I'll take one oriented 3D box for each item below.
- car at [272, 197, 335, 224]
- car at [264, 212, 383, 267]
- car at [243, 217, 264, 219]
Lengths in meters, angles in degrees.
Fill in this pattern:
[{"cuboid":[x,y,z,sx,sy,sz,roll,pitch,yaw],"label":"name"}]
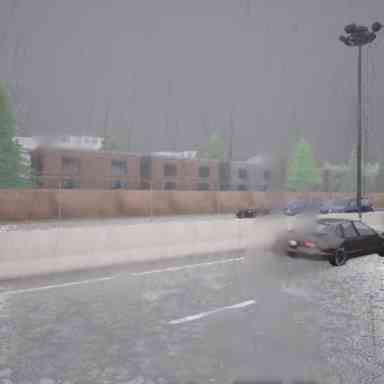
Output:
[{"cuboid":[9.465,1.415,27.939,5.566,2.045,2.150,1,0,-35],"label":"car"},{"cuboid":[5.150,1.636,11.721,5.357,1.411,2.033,1,0,-36],"label":"car"},{"cuboid":[6.157,1.782,29.878,4.718,1.301,1.895,1,0,-35],"label":"car"}]
